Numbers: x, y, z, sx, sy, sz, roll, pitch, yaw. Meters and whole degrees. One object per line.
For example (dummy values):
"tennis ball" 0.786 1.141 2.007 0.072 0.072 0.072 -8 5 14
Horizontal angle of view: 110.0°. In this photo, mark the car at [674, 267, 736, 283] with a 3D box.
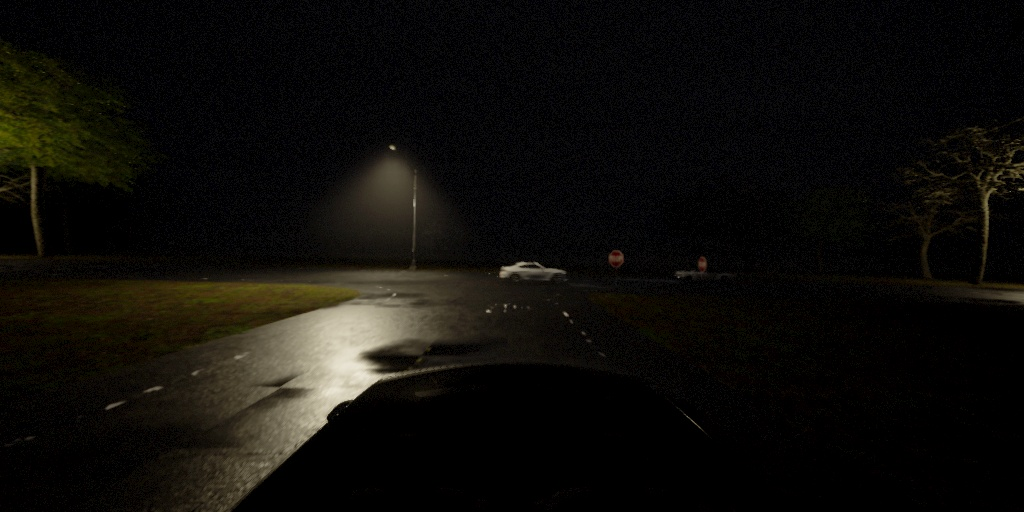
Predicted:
"car" 17.041 1.652 31.877 4.718 1.301 1.895 2 2 0

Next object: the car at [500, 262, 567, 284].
"car" 1.487 1.154 24.949 4.674 1.442 1.812 1 1 0
